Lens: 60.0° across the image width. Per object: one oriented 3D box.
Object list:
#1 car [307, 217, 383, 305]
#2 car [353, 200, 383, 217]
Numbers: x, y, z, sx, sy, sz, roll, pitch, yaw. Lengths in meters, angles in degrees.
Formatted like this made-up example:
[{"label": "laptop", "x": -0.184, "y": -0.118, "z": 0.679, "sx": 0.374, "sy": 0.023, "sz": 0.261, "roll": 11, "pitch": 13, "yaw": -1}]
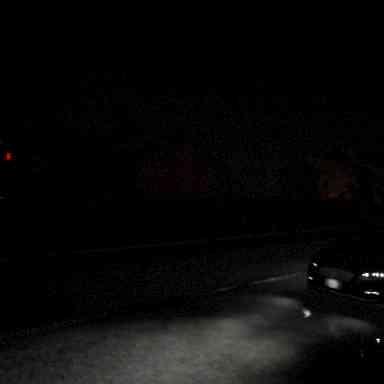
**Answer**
[{"label": "car", "x": 4.789, "y": 1.575, "z": 8.016, "sx": 4.902, "sy": 1.511, "sz": 2.128, "roll": 1, "pitch": 0, "yaw": -35}, {"label": "car", "x": 15.567, "y": 1.460, "z": 28.559, "sx": 1.845, "sy": 1.501, "sz": 3.633, "roll": 1, "pitch": 0, "yaw": -38}]
